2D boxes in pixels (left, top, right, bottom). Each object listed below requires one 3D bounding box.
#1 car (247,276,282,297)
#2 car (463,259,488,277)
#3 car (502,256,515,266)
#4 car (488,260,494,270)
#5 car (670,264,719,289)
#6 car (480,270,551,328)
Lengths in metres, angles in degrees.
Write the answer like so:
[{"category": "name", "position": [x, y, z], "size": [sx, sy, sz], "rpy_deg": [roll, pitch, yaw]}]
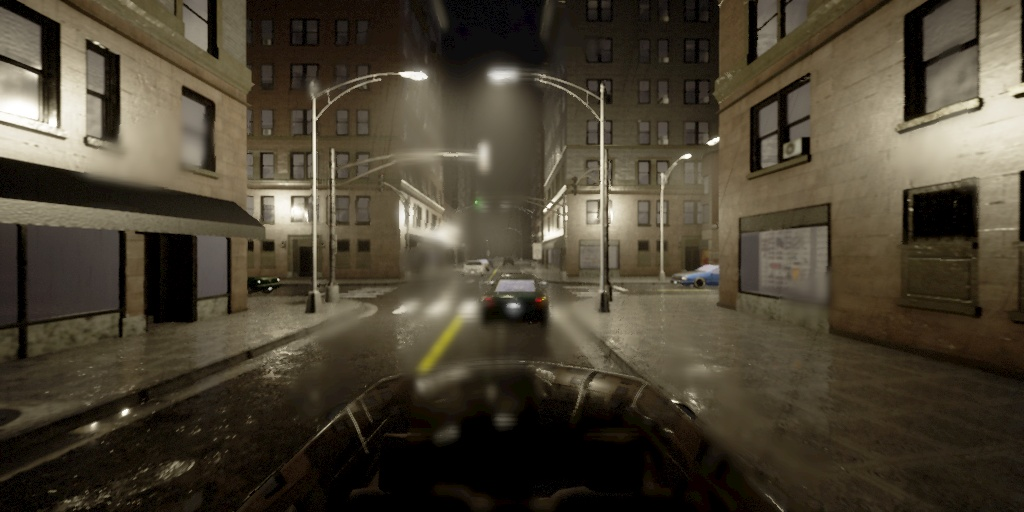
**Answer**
[{"category": "car", "position": [-14.211, 1.318, 17.790], "size": [4.718, 1.301, 1.895], "rpy_deg": [0, 0, -1]}, {"category": "car", "position": [-3.473, 1.135, 33.380], "size": [1.812, 1.442, 4.674], "rpy_deg": [0, 0, -2]}, {"category": "car", "position": [-0.621, 0.961, 63.810], "size": [1.837, 1.490, 4.892], "rpy_deg": [0, 0, -1]}, {"category": "car", "position": [-3.576, 1.112, 43.070], "size": [2.033, 1.411, 5.357], "rpy_deg": [0, 0, 0]}, {"category": "car", "position": [12.390, 1.173, 21.387], "size": [5.357, 1.411, 2.033], "rpy_deg": [0, 0, -1]}, {"category": "car", "position": [0.199, 1.271, 11.297], "size": [1.994, 1.385, 4.181], "rpy_deg": [0, 0, 4]}]
